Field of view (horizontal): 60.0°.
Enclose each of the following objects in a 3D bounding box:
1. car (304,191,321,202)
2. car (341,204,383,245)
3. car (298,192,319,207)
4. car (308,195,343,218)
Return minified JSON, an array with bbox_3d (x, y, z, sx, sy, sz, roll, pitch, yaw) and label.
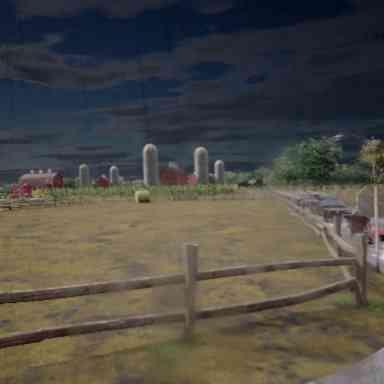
[{"bbox_3d":[19.051,0.689,52.715,1.882,1.535,5.008,-2,0,12],"label":"car"},{"bbox_3d":[8.013,1.348,14.073,1.994,1.385,4.181,-2,0,11],"label":"car"},{"bbox_3d":[12.772,1.072,36.909,1.994,1.385,4.181,-2,0,12],"label":"car"},{"bbox_3d":[10.158,1.208,24.474,2.033,1.411,5.357,-2,0,12],"label":"car"}]
